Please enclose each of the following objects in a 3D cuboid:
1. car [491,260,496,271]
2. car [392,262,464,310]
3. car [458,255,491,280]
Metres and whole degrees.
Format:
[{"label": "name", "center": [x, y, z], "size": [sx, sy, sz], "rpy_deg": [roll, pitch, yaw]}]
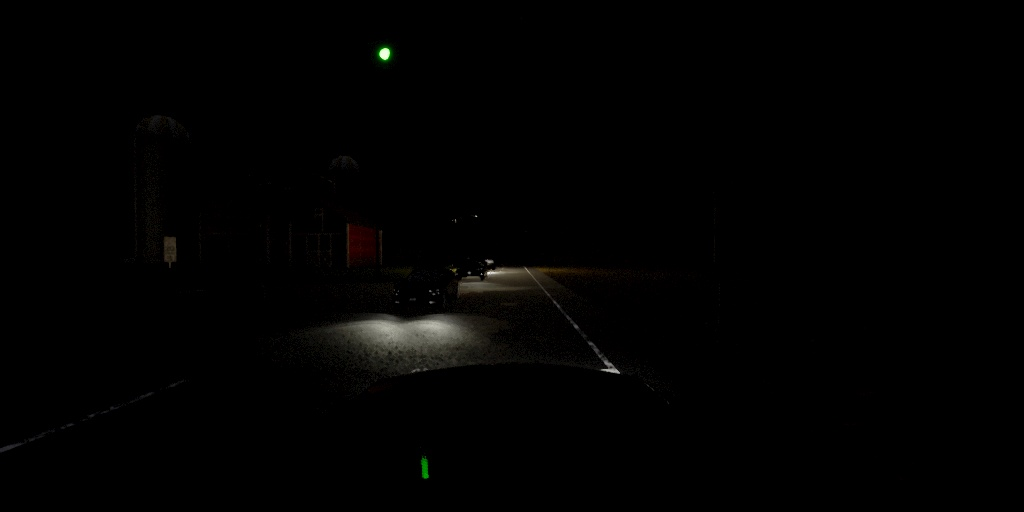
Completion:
[{"label": "car", "center": [-3.187, 1.200, 47.497], "size": [2.128, 1.511, 4.902], "rpy_deg": [0, 0, 0]}, {"label": "car", "center": [-3.407, 1.213, 14.879], "size": [1.882, 1.535, 5.008], "rpy_deg": [0, 0, 0]}, {"label": "car", "center": [-3.302, 0.971, 30.708], "size": [2.150, 2.045, 5.566], "rpy_deg": [0, 0, 0]}]
